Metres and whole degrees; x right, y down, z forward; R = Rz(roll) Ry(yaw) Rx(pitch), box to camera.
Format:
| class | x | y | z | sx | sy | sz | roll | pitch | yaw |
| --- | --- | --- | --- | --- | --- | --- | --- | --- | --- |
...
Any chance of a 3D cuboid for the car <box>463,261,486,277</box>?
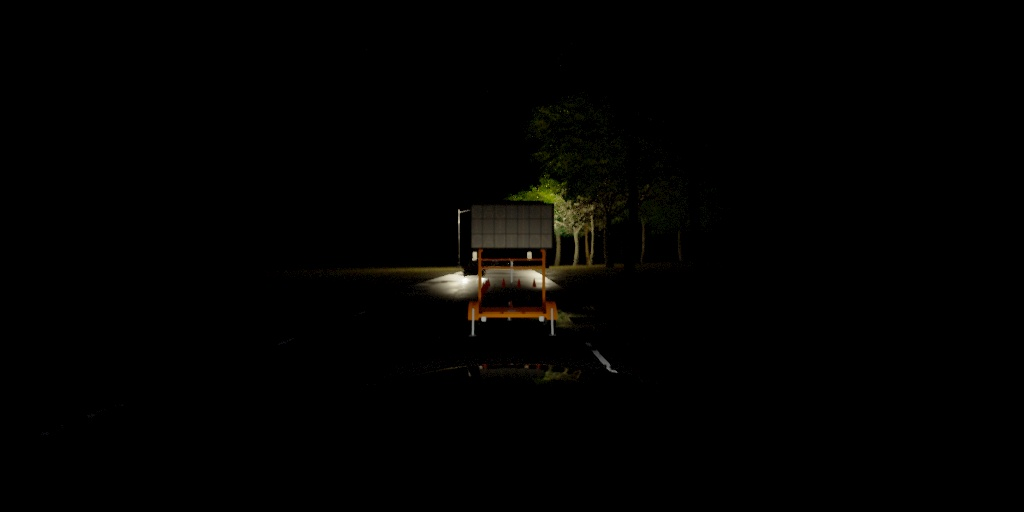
| class | x | y | z | sx | sy | sz | roll | pitch | yaw |
| --- | --- | --- | --- | --- | --- | --- | --- | --- | --- |
| car | -3.679 | 1.263 | 35.598 | 1.882 | 1.535 | 5.008 | 0 | 0 | 0 |

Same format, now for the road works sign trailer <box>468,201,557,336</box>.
| class | x | y | z | sx | sy | sz | roll | pitch | yaw |
| --- | --- | --- | --- | --- | --- | --- | --- | --- | --- |
| road works sign trailer | -0.008 | 0.219 | 10.379 | 2.380 | 3.560 | 2.880 | 0 | 0 | -1 |
